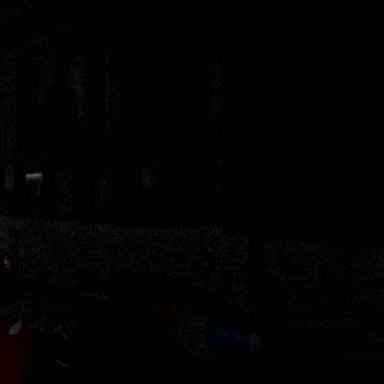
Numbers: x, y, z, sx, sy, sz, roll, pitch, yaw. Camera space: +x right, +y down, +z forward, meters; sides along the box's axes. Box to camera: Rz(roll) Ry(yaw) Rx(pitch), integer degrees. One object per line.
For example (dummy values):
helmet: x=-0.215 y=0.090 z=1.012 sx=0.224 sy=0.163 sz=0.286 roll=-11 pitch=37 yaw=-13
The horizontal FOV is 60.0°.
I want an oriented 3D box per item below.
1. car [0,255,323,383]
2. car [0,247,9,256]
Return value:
car: x=-0.826 y=1.582 z=3.550 sx=4.206 sy=1.307 sz=1.802 roll=0 pitch=0 yaw=36
car: x=-5.386 y=1.439 z=6.803 sx=4.097 sy=1.590 sz=1.967 roll=0 pitch=0 yaw=36
